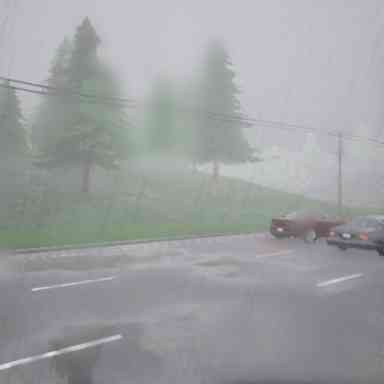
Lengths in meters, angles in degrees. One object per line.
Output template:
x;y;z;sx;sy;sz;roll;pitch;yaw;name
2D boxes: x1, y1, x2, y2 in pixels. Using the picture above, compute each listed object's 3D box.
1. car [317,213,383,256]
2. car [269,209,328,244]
7.728;1.680;13.685;5.357;1.411;2.033;1;0;-35;car
6.089;1.615;16.811;5.008;1.535;1.882;0;0;-35;car
